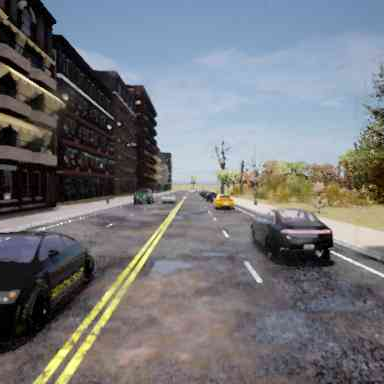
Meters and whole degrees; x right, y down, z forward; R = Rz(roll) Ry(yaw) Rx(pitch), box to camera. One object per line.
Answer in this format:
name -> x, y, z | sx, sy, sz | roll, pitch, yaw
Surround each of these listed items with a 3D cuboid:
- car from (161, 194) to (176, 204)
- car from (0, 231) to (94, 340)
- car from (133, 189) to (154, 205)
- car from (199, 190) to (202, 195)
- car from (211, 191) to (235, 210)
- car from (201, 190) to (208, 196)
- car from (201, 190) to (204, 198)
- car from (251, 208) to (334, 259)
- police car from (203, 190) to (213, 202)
car -> -3.329, 0.960, 47.206 | 1.895, 1.301, 4.718 | 0, 1, 0
car -> -3.349, 1.475, 6.381 | 1.994, 1.385, 4.181 | 0, 1, 0
car -> -6.581, 0.598, 45.633 | 2.150, 2.045, 5.566 | 0, 1, 0
car -> 3.232, 0.489, 75.109 | 1.837, 1.490, 4.892 | 0, 1, 0
car -> 3.342, 1.000, 35.240 | 1.882, 1.535, 5.008 | 0, 0, 0
car -> 3.229, 0.340, 86.108 | 1.837, 1.490, 4.892 | 0, 1, 0
car -> 3.235, 0.636, 64.109 | 1.837, 1.490, 4.892 | 0, 1, 0
car -> 3.348, 1.328, 11.925 | 2.128, 1.511, 4.902 | 0, 1, 0
police car -> 3.237, 0.704, 53.219 | 1.930, 1.638, 5.238 | 0, 1, 0
